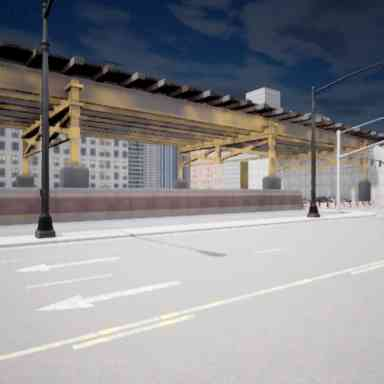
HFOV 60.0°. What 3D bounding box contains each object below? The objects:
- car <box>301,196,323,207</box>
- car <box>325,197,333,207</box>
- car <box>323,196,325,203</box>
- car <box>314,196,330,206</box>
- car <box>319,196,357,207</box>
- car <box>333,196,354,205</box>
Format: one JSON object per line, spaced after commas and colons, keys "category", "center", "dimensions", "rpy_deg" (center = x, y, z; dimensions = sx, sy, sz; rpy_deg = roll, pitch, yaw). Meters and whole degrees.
{"category": "car", "center": [14.646, 1.252, 44.661], "dimensions": [4.536, 1.218, 1.853], "rpy_deg": [0, 0, 8]}
{"category": "car", "center": [18.442, 1.411, 47.339], "dimensions": [2.038, 1.542, 4.974], "rpy_deg": [0, 0, 18]}
{"category": "car", "center": [14.697, 1.410, 44.654], "dimensions": [4.974, 1.542, 2.038], "rpy_deg": [0, 0, 8]}
{"category": "car", "center": [18.458, 1.253, 47.388], "dimensions": [1.853, 1.218, 4.536], "rpy_deg": [0, 0, 18]}
{"category": "car", "center": [22.353, 1.411, 51.098], "dimensions": [4.974, 1.542, 2.038], "rpy_deg": [0, 0, -7]}
{"category": "car", "center": [22.301, 1.254, 51.092], "dimensions": [4.536, 1.218, 1.853], "rpy_deg": [0, 0, -7]}
